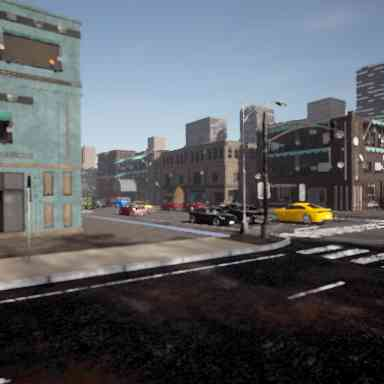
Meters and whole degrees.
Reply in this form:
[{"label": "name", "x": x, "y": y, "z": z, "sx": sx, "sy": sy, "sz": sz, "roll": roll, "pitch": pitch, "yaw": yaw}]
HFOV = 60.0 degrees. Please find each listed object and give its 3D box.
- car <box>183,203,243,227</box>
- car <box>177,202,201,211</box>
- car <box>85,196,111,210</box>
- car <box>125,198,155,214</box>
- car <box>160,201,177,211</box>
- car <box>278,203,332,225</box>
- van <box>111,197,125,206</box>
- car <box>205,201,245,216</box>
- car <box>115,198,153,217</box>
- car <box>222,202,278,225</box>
[{"label": "car", "x": 1.525, "y": 1.806, "z": 25.167, "sx": 1.947, "sy": 1.339, "sz": 4.313, "roll": -2, "pitch": 0, "yaw": -35}, {"label": "car", "x": 0.410, "y": 1.890, "z": 41.404, "sx": 1.802, "sy": 1.307, "sz": 4.206, "roll": -2, "pitch": 0, "yaw": -35}, {"label": "car", "x": -15.814, "y": 1.620, "z": 54.402, "sx": 2.150, "sy": 2.045, "sz": 5.566, "roll": -1, "pitch": 0, "yaw": -35}, {"label": "car", "x": -6.355, "y": 1.887, "z": 40.950, "sx": 1.882, "sy": 1.535, "sz": 5.008, "roll": -1, "pitch": 0, "yaw": -35}, {"label": "car", "x": -2.797, "y": 1.952, "z": 45.915, "sx": 1.802, "sy": 1.307, "sz": 4.206, "roll": -2, "pitch": 0, "yaw": -35}, {"label": "car", "x": 8.291, "y": 1.618, "z": 25.823, "sx": 1.882, "sy": 1.535, "sz": 5.008, "roll": -1, "pitch": 0, "yaw": -34}, {"label": "van", "x": -12.428, "y": 1.893, "z": 59.446, "sx": 1.690, "sy": 1.788, "sz": 3.998, "roll": -2, "pitch": 0, "yaw": -35}, {"label": "car", "x": 3.617, "y": 1.796, "z": 36.893, "sx": 2.008, "sy": 1.369, "sz": 4.403, "roll": -2, "pitch": 0, "yaw": -35}, {"label": "car", "x": -6.422, "y": 1.837, "z": 36.545, "sx": 1.967, "sy": 1.590, "sz": 4.097, "roll": -2, "pitch": 0, "yaw": -35}, {"label": "car", "x": 4.097, "y": 1.704, "z": 26.280, "sx": 1.837, "sy": 1.490, "sz": 4.892, "roll": -1, "pitch": 1, "yaw": -33}]
